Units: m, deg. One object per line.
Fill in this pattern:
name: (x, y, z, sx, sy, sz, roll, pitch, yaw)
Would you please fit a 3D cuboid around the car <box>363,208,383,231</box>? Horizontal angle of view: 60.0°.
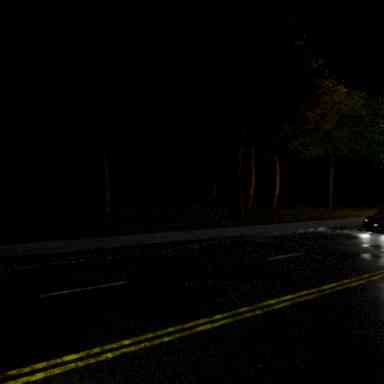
car: (12.562, 1.659, 20.671, 4.674, 1.442, 1.812, 0, 0, -36)
